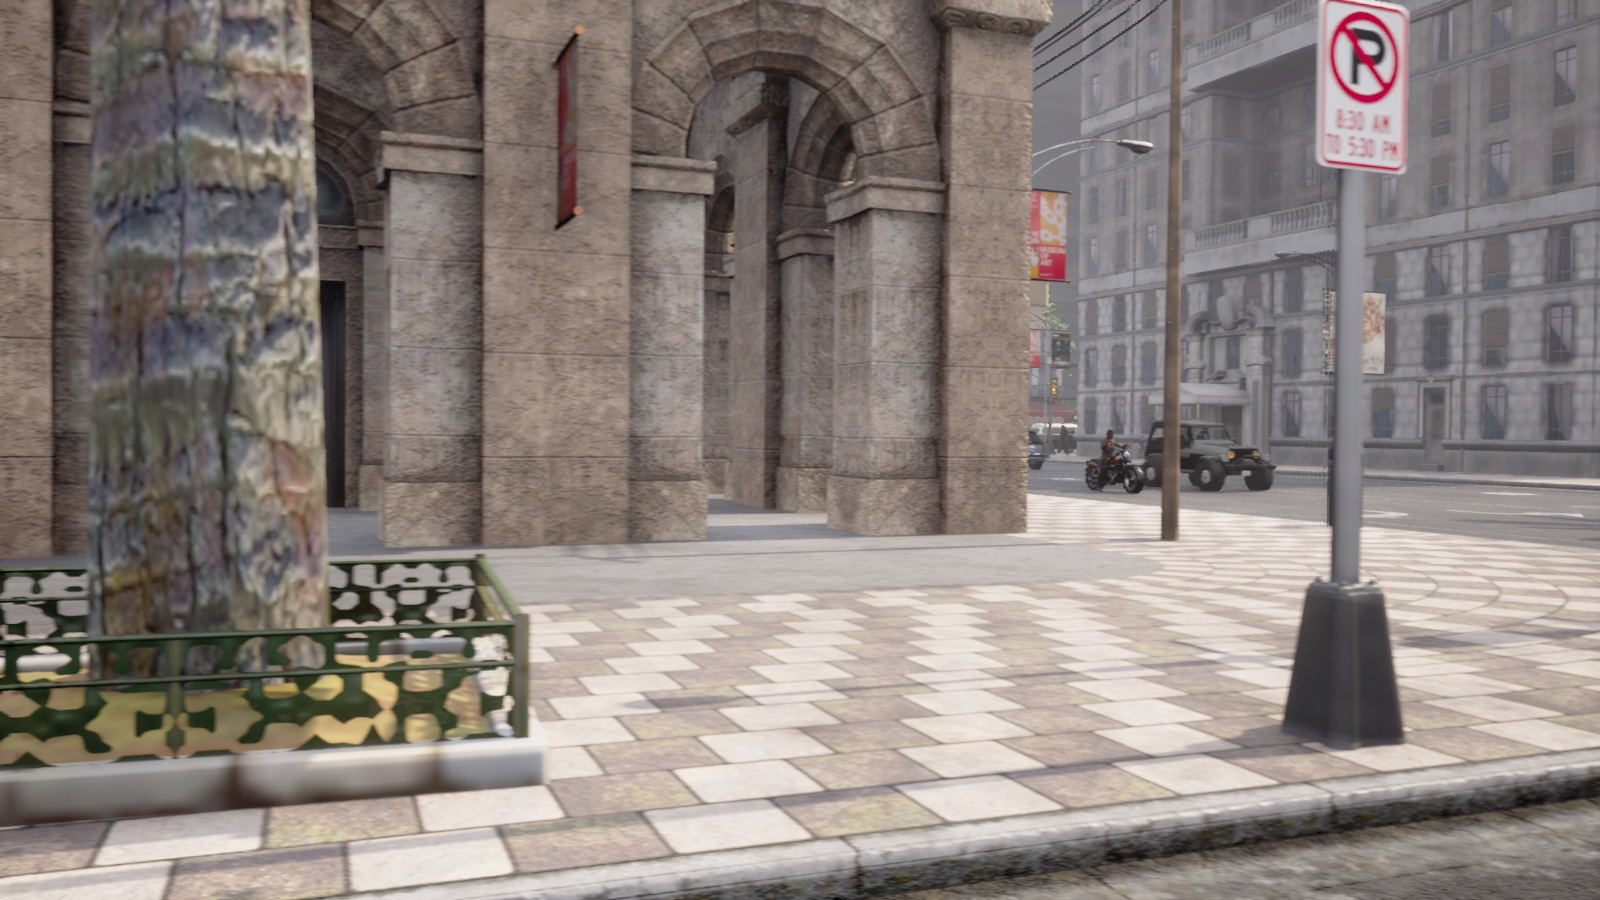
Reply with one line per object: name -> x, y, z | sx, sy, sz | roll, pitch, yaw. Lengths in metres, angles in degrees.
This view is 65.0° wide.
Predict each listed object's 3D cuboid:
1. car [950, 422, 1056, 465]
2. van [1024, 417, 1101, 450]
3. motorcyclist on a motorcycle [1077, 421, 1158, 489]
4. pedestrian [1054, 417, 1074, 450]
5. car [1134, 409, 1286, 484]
car -> 8.148, -0.237, 50.862 | 2.033, 1.649, 4.856 | -1, 0, -22
van -> 17.246, -1.084, 82.498 | 4.480, 2.038, 2.069 | -1, 1, -22
motorcyclist on a motorcycle -> 8.095, 0.105, 32.113 | 0.766, 1.649, 2.350 | -1, 1, -21
pedestrian -> 15.187, -0.955, 72.248 | 0.899, 1.844, 0.634 | -1, 1, -31
car -> 11.009, -0.118, 34.001 | 1.905, 1.878, 3.866 | -1, 1, -21
